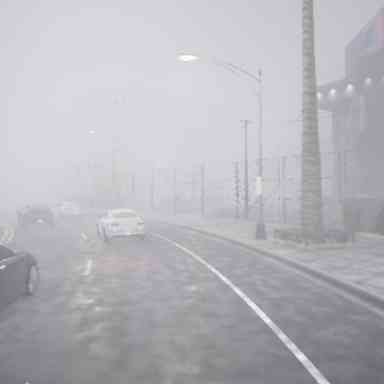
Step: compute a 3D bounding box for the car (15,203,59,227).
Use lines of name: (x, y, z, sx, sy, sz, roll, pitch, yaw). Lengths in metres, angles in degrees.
car: (-10.647, 1.527, 22.497, 1.837, 1.490, 4.892, 0, 0, -33)

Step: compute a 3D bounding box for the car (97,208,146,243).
car: (-3.520, 1.518, 16.215, 1.812, 1.442, 4.674, 0, 0, -21)

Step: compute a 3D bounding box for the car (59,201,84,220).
car: (-10.717, 1.538, 28.707, 1.812, 1.442, 4.674, 0, 0, -36)

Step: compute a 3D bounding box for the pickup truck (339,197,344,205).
pickup truck: (14.017, 0.962, 26.687, 6.274, 2.098, 2.390, 0, 0, -39)

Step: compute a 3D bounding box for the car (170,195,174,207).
car: (-2.760, 1.185, 48.639, 2.185, 1.767, 4.553, 0, 0, -39)

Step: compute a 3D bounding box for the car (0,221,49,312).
car: (-4.142, 1.519, 5.630, 1.837, 1.490, 4.892, 0, 0, -8)
